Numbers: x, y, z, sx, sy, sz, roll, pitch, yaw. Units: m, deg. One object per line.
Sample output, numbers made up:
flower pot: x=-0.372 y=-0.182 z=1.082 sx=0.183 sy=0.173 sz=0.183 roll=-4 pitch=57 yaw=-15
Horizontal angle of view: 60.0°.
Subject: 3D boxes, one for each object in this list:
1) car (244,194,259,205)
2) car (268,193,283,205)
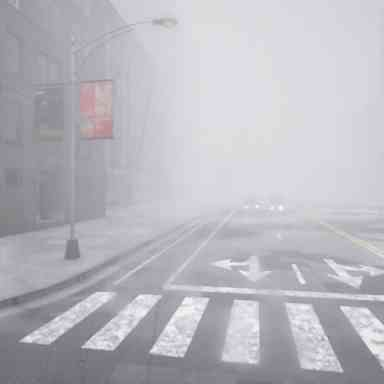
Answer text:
car: x=8.436 y=1.005 z=47.082 sx=1.812 sy=1.442 sz=4.674 roll=0 pitch=1 yaw=11
car: x=11.629 y=0.962 z=46.477 sx=2.128 sy=1.511 sz=4.902 roll=0 pitch=1 yaw=11
